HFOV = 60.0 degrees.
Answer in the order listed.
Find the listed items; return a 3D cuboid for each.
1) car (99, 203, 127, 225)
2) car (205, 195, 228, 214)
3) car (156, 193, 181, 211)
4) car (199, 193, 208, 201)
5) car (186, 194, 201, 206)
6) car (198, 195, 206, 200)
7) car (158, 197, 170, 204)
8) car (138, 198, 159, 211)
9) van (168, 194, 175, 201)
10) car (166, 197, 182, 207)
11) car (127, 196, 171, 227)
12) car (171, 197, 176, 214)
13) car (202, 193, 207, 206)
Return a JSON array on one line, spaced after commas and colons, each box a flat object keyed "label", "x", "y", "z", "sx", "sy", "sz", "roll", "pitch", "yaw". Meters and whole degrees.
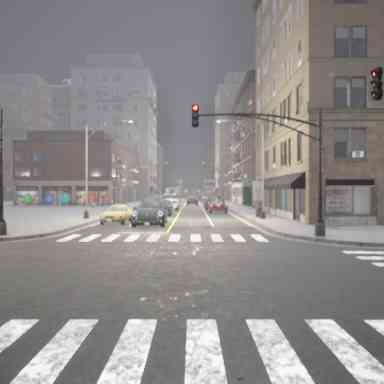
[{"label": "car", "x": -5.361, "y": 1.512, "z": 23.939, "sx": 1.752, "sy": 1.417, "sz": 4.829, "roll": 0, "pitch": 0, "yaw": 0}, {"label": "car", "x": 2.677, "y": 1.420, "z": 35.423, "sx": 1.967, "sy": 1.590, "sz": 4.097, "roll": 0, "pitch": 0, "yaw": 0}, {"label": "car", "x": -2.759, "y": 1.199, "z": 41.427, "sx": 2.150, "sy": 2.045, "sz": 5.566, "roll": 0, "pitch": 0, "yaw": 0}, {"label": "car", "x": 2.729, "y": 1.274, "z": 80.718, "sx": 2.192, "sy": 1.841, "sz": 5.009, "roll": 0, "pitch": 0, "yaw": 0}, {"label": "car", "x": 0.062, "y": 1.476, "z": 54.044, "sx": 1.837, "sy": 1.490, "sz": 4.892, "roll": 0, "pitch": 0, "yaw": 0}, {"label": "car", "x": 2.742, "y": 1.521, "z": 92.042, "sx": 1.947, "sy": 1.339, "sz": 4.313, "roll": 0, "pitch": 0, "yaw": 0}, {"label": "car", "x": -5.316, "y": 1.548, "z": 63.743, "sx": 1.802, "sy": 1.307, "sz": 4.206, "roll": 0, "pitch": 0, "yaw": 0}, {"label": "car", "x": -5.342, "y": 1.528, "z": 41.095, "sx": 2.008, "sy": 1.369, "sz": 4.403, "roll": 0, "pitch": 0, "yaw": 0}, {"label": "van", "x": -5.290, "y": 1.298, "z": 86.390, "sx": 1.690, "sy": 1.788, "sz": 3.998, "roll": 0, "pitch": 0, "yaw": 0}, {"label": "car", "x": -2.747, "y": 1.520, "z": 51.846, "sx": 2.033, "sy": 1.411, "sz": 5.357, "roll": 0, "pitch": 0, "yaw": 1}, {"label": "car", "x": -2.777, "y": 1.339, "z": 22.427, "sx": 2.097, "sy": 1.767, "sz": 4.553, "roll": 0, "pitch": 0, "yaw": -1}, {"label": "car", "x": -2.804, "y": 1.487, "z": 31.615, "sx": 1.837, "sy": 1.490, "sz": 4.892, "roll": 0, "pitch": 0, "yaw": 0}, {"label": "car", "x": 2.683, "y": 1.292, "z": 41.085, "sx": 2.192, "sy": 1.841, "sz": 5.009, "roll": 0, "pitch": 0, "yaw": 0}]
